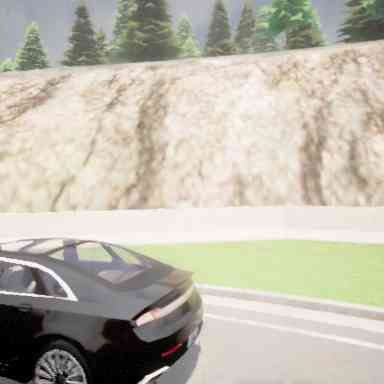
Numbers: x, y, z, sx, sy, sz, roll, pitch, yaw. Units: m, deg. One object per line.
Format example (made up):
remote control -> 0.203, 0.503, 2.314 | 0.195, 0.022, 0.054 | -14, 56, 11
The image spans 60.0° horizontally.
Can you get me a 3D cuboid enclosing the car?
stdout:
car -> -2.283, 1.401, 4.480 | 4.902, 1.511, 2.128 | 0, 1, 19
